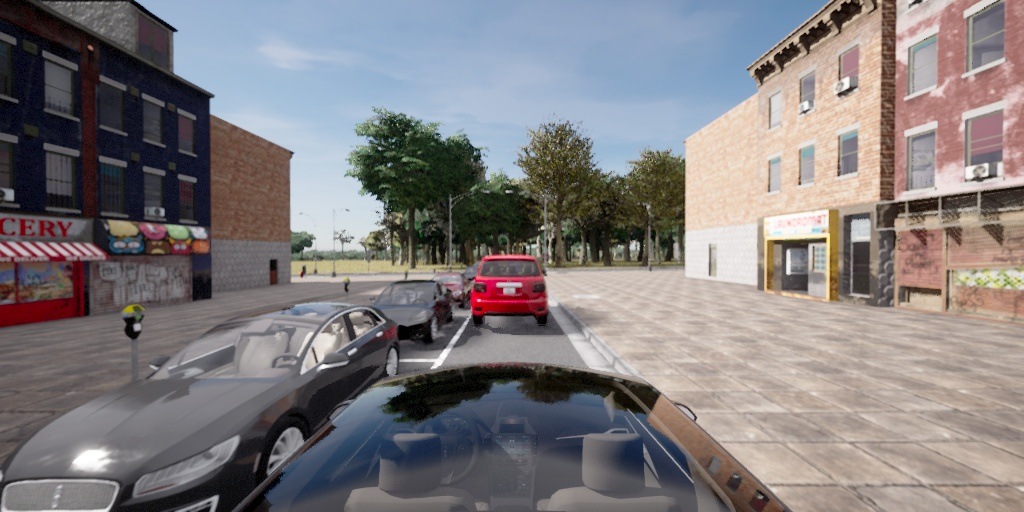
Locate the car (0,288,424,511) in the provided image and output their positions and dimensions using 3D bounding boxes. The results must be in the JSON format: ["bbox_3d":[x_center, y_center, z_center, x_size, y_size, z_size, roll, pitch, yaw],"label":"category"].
[{"bbox_3d":[-2.638,1.304,4.238,2.007,1.370,4.403,0,0,0],"label":"car"}]

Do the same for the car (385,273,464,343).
[{"bbox_3d":[-2.638,1.328,9.672,1.948,1.339,4.313,0,0,0],"label":"car"}]

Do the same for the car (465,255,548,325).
[{"bbox_3d":[-0.038,0.990,11.949,2.150,2.045,5.566,0,0,1],"label":"car"}]

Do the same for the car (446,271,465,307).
[{"bbox_3d":[-2.639,1.354,15.107,1.802,1.307,4.207,0,0,0],"label":"car"}]
